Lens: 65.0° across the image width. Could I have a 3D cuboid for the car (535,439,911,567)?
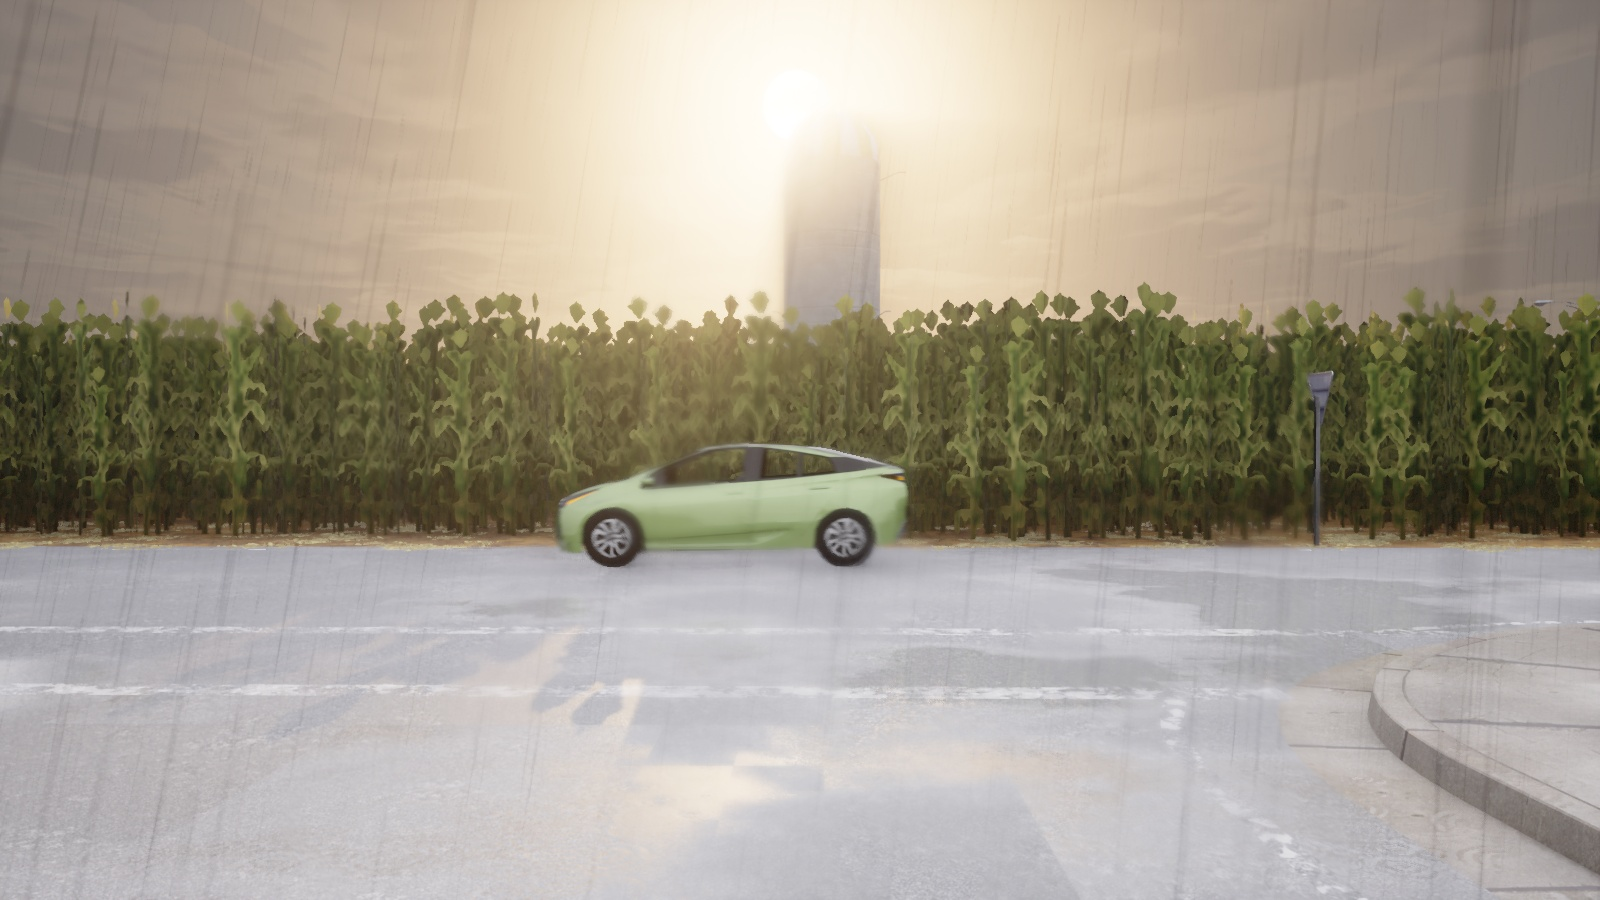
[{"bbox_3d":[-0.909,0.628,16.069,4.514,1.525,2.007,0,0,1],"label":"car"}]
